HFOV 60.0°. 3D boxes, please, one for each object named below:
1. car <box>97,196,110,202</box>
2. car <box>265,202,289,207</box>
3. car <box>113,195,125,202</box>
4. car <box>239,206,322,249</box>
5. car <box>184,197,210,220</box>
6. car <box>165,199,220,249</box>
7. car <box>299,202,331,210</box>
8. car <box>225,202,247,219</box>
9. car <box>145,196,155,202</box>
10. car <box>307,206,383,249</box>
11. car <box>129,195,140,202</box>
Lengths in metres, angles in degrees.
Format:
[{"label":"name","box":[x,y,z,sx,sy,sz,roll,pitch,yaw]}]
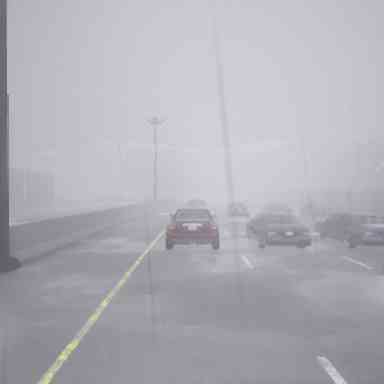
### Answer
[{"label":"car","box":[-19.738,1.555,74.041,1.895,1.301,4.718,0,0,0]},{"label":"car","box":[7.456,1.570,29.245,1.994,1.385,4.181,0,0,2]},{"label":"car","box":[-16.238,1.460,74.041,1.837,1.490,4.892,0,0,0]},{"label":"car","box":[3.553,1.560,14.522,2.033,1.411,5.357,0,0,1]},{"label":"car","box":[0.458,1.364,29.443,2.097,1.767,4.553,0,0,2]},{"label":"car","box":[0.053,1.363,14.543,2.097,1.767,4.553,0,0,1]},{"label":"car","box":[10.954,1.561,29.130,2.033,1.411,5.357,0,0,2]},{"label":"car","box":[3.957,1.561,29.359,2.033,1.411,5.357,0,0,2]},{"label":"car","box":[-9.238,1.500,73.981,2.033,1.411,5.357,0,0,0]},{"label":"car","box":[7.052,1.560,14.470,2.033,1.411,5.357,0,0,1]},{"label":"car","box":[-12.738,1.485,74.011,2.128,1.511,4.902,0,0,0]}]
